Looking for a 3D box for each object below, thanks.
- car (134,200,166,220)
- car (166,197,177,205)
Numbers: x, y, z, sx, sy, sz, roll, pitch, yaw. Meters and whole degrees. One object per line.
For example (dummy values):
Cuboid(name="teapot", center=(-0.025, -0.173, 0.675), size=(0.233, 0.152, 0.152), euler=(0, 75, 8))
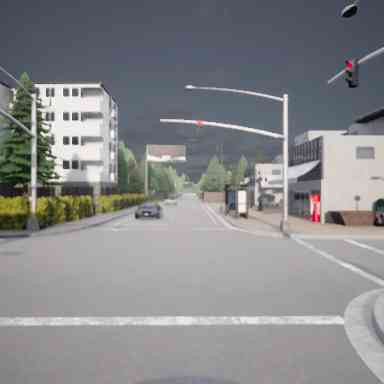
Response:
Cuboid(name="car", center=(-3.549, 1.556, 27.959), size=(1.994, 1.385, 4.181), euler=(0, 0, 1))
Cuboid(name="car", center=(-3.567, 1.584, 57.241), size=(1.895, 1.301, 4.718), euler=(0, 0, 0))
